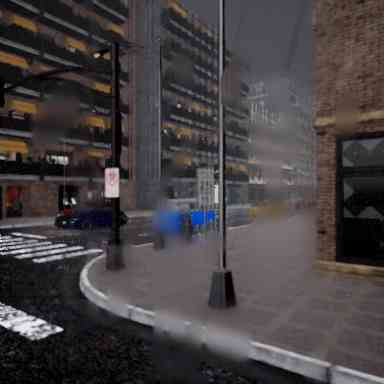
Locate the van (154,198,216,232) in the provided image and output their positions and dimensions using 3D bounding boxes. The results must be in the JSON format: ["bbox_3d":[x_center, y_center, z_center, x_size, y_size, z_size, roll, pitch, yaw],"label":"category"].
[{"bbox_3d":[-0.262,1.227,17.892,1.690,1.788,3.998,0,0,35],"label":"van"}]

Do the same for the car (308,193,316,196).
[{"bbox_3d":[25.432,1.202,69.061,2.192,1.841,5.009,0,0,35],"label":"car"}]

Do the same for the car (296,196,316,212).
[{"bbox_3d":[12.752,1.409,36.425,1.887,1.381,4.507,0,0,35],"label":"car"}]

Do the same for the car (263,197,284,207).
[{"bbox_3d":[12.414,1.468,50.525,1.802,1.307,4.206,0,0,35],"label":"car"}]

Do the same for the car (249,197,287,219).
[{"bbox_3d":[6.343,1.396,27.299,1.752,1.417,4.829,0,0,35],"label":"car"}]

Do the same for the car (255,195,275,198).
[{"bbox_3d":[8.859,1.064,40.784,2.097,1.767,4.553,0,0,35],"label":"car"}]

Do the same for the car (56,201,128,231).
[{"bbox_3d":[-5.856,1.475,19.828,1.994,1.385,4.181,0,0,35],"label":"car"}]
